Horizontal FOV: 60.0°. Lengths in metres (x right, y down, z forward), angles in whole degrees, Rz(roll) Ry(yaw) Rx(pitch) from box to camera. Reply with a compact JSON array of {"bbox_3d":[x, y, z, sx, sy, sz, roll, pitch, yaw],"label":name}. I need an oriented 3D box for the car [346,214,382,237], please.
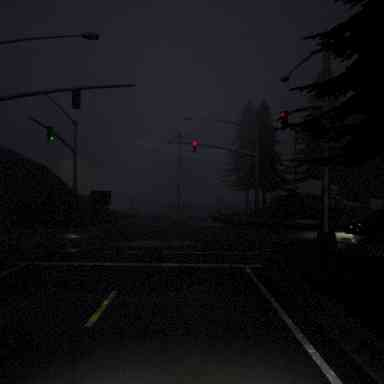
[{"bbox_3d":[12.191,2.061,21.287,4.181,1.385,1.994,0,-1,0],"label":"car"}]
